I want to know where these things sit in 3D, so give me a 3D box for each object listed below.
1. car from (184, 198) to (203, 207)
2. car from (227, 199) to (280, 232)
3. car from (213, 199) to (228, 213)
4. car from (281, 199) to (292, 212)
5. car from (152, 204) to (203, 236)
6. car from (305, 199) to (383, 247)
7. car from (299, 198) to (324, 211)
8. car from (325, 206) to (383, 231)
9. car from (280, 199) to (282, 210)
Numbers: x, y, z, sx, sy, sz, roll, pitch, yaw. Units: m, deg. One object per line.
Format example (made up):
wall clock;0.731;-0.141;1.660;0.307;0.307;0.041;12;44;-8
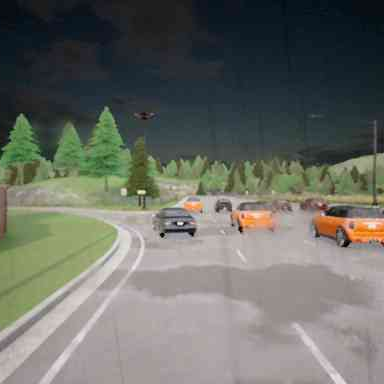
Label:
car;0.146;1.438;38.812;2.097;1.767;4.553;0;0;0
car;3.624;1.398;20.547;2.097;1.767;4.553;0;0;0
car;3.645;1.592;39.184;1.837;1.490;4.892;0;0;0
car;10.647;1.616;40.165;1.812;1.442;4.674;0;0;0
car;-1.117;1.589;18.590;2.033;1.411;5.357;0;0;-13
car;7.119;1.387;15.252;2.097;1.767;4.553;0;0;0
car;14.146;1.440;38.797;2.097;1.767;4.553;0;0;0
car;10.626;1.651;21.924;1.895;1.301;4.718;0;0;0
car;7.139;1.623;33.641;2.033;1.411;5.357;0;0;0
